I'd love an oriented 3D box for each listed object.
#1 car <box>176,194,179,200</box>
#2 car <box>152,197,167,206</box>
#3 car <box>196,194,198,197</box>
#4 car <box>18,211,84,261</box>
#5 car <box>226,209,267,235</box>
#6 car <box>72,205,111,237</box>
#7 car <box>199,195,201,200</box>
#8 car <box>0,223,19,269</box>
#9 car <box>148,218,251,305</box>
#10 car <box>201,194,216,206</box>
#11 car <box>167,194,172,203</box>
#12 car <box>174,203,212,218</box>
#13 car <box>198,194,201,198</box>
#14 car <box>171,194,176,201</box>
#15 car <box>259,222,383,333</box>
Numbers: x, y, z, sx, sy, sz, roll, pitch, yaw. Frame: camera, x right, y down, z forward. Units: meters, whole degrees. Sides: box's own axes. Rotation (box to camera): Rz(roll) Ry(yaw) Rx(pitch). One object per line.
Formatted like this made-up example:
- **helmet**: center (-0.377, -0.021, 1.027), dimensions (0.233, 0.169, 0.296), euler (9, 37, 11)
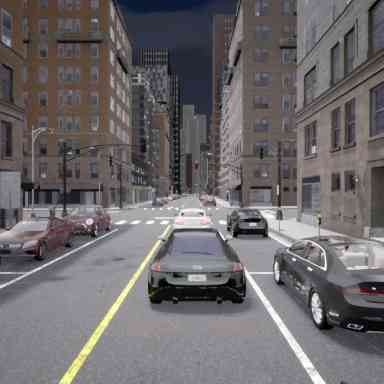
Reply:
- **car**: center (-5.498, 1.456, 92.691), dimensions (2.192, 1.841, 5.009), euler (0, 0, 0)
- **car**: center (-5.594, 1.618, 54.831), dimensions (1.802, 1.307, 4.206), euler (0, 0, 0)
- **car**: center (3.026, 1.456, 92.675), dimensions (2.192, 1.841, 5.009), euler (0, 0, 0)
- **car**: center (-5.661, 1.582, 12.227), dimensions (1.802, 1.307, 4.206), euler (0, 0, 0)
- **car**: center (2.869, 1.566, 17.721), dimensions (1.947, 1.339, 4.313), euler (0, 0, 0)
- **car**: center (-5.657, 1.441, 17.728), dimensions (1.967, 1.590, 4.097), euler (0, 0, 0)
- **car**: center (2.959, 1.606, 65.629), dimensions (2.008, 1.369, 4.403), euler (0, 0, 0)
- **car**: center (-5.665, 1.566, 6.725), dimensions (1.947, 1.339, 4.313), euler (0, 0, 0)
- **car**: center (0.088, 1.564, 8.184), dimensions (1.994, 1.385, 4.181), euler (0, 0, 0)
- **car**: center (2.930, 1.476, 54.812), dimensions (1.967, 1.590, 4.097), euler (0, 0, 0)
- **car**: center (-5.566, 1.606, 65.648), dimensions (2.008, 1.369, 4.403), euler (0, 0, 0)
- **car**: center (0.047, 1.526, 16.943), dimensions (1.812, 1.442, 4.674), euler (0, 0, 1)
- **car**: center (2.986, 1.524, 76.447), dimensions (1.967, 1.590, 4.097), euler (0, 0, 0)
- **car**: center (-5.525, 1.625, 81.703), dimensions (1.752, 1.417, 4.829), euler (0, 0, 0)
- **car**: center (2.860, 1.551, 6.719), dimensions (2.008, 1.369, 4.403), euler (0, 0, 0)
